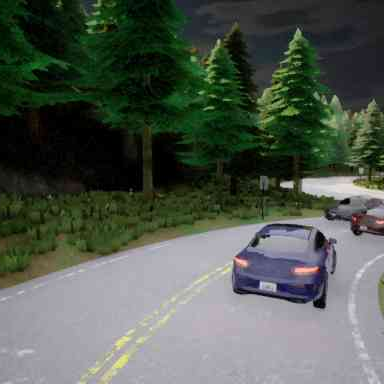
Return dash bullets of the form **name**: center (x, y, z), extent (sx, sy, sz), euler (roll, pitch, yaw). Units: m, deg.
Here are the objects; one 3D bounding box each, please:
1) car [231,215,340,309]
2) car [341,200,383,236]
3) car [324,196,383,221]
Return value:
- **car**: center (2.357, 1.486, 7.971), extent (1.812, 1.442, 4.674), euler (2, 2, 26)
- **car**: center (9.263, 1.337, 15.517), extent (4.674, 1.442, 1.812), euler (-1, 5, -34)
- **car**: center (9.988, 1.012, 19.877), extent (4.892, 1.490, 1.837), euler (-1, 5, -32)
